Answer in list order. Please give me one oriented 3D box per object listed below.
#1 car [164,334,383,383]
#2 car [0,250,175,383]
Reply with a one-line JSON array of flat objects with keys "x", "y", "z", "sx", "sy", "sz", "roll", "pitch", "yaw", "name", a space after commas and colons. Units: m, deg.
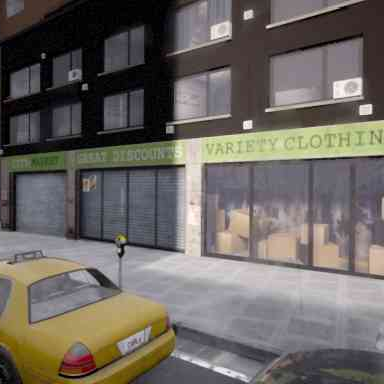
[{"x": 2.239, "y": 1.551, "z": 1.527, "sx": 4.403, "sy": 1.369, "sz": 2.008, "roll": 0, "pitch": 1, "yaw": 35, "name": "car"}, {"x": -2.499, "y": 1.524, "z": 4.796, "sx": 4.829, "sy": 1.417, "sz": 1.752, "roll": 0, "pitch": 1, "yaw": 35, "name": "car"}]
